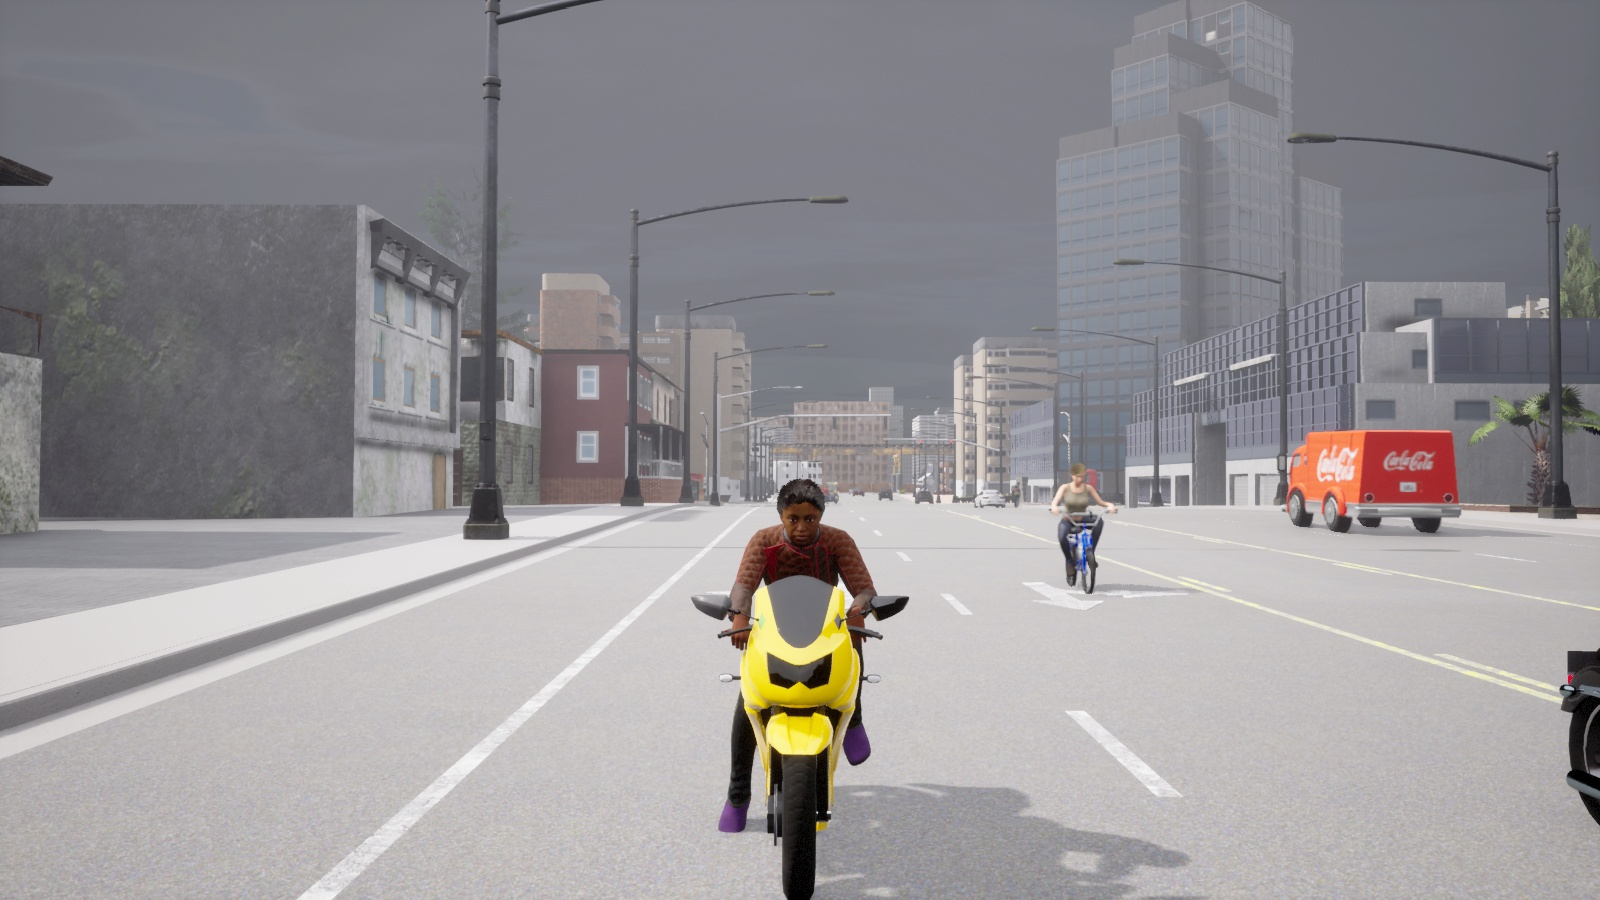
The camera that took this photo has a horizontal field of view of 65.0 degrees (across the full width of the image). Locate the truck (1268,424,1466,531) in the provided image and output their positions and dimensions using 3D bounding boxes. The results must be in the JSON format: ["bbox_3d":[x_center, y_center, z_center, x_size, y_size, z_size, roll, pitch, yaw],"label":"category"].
[{"bbox_3d":[14.057,0.661,31.606,2.627,2.467,5.204,0,-1,0],"label":"truck"}]

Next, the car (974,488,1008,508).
[{"bbox_3d":[14.162,3.577,93.469,1.812,1.442,4.674,0,-2,0],"label":"car"}]

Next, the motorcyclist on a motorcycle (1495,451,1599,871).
[{"bbox_3d":[3.517,0.821,4.476,0.766,1.649,2.350,0,-1,0],"label":"motorcyclist on a motorcycle"}]

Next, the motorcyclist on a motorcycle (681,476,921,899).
[{"bbox_3d":[0.010,0.876,5.219,0.797,1.523,2.044,0,-1,0],"label":"motorcyclist on a motorcycle"}]

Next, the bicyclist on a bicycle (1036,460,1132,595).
[{"bbox_3d":[3.544,0.942,15.801,0.866,1.612,1.509,0,-1,0],"label":"bicyclist on a bicycle"}]
